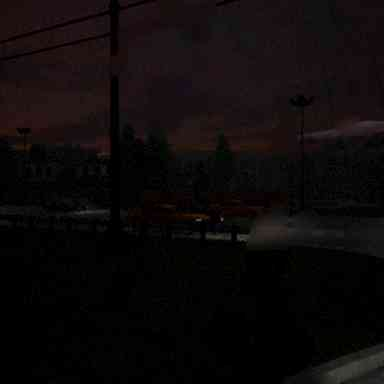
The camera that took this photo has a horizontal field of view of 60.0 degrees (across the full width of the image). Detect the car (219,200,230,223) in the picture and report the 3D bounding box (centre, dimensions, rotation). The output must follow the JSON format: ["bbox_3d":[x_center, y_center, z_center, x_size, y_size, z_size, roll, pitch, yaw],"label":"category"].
[{"bbox_3d":[-0.292,1.474,22.154,4.902,1.511,2.128,0,0,27],"label":"car"}]

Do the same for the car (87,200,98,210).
[{"bbox_3d":[-13.776,1.334,40.696,4.553,1.767,2.097,0,0,27],"label":"car"}]

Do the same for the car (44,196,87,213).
[{"bbox_3d":[-14.392,1.513,37.087,4.674,1.442,1.812,0,0,27],"label":"car"}]

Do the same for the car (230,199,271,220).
[{"bbox_3d":[3.735,1.449,27.964,5.008,1.535,1.882,0,0,27],"label":"car"}]

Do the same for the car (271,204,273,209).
[{"bbox_3d":[7.627,1.519,40.176,4.181,1.385,1.994,0,0,-15],"label":"car"}]

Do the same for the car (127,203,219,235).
[{"bbox_3d":[-1.303,1.463,18.744,5.008,1.535,1.882,0,0,27],"label":"car"}]
